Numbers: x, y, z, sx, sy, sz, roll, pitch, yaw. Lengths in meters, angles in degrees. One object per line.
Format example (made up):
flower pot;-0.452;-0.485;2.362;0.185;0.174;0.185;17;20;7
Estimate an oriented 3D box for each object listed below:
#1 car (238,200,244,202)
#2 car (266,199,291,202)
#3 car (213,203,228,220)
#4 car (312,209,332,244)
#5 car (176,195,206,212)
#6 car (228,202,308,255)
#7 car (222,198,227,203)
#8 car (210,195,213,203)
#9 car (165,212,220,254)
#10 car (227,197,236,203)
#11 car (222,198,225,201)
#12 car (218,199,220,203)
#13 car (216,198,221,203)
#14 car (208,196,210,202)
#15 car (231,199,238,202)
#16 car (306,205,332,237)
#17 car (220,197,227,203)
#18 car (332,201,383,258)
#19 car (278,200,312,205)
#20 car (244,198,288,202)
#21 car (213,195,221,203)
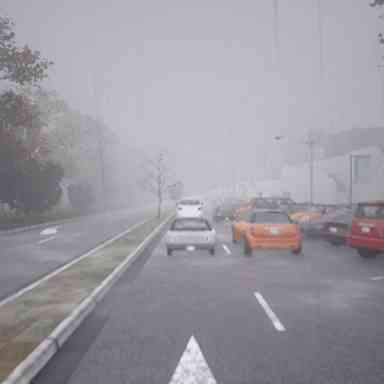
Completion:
car;8.029;1.875;35.613;5.366;1.575;1.946;1;-1;-20
car;7.914;1.590;23.537;4.553;1.767;2.185;1;-1;-20
car;2.834;1.900;29.098;1.895;1.301;4.718;0;-1;0
car;8.033;1.652;14.556;4.792;1.488;2.163;1;-1;-20
car;-0.166;1.516;29.013;2.150;2.045;5.566;0;-1;0
car;2.944;1.481;14.059;2.097;1.767;4.553;0;-1;0
car;7.740;2.121;50.548;5.008;1.535;2.097;1;-1;-20
car;7.551;2.151;74.552;5.566;2.045;2.435;1;0;-20
car;-0.056;1.733;14.072;1.895;1.301;4.718;0;-1;0
car;7.792;1.717;41.533;5.566;2.045;2.435;1;-1;-20
car;7.728;2.211;53.547;4.674;1.452;2.002;1;-1;-20
car;7.685;2.303;59.546;4.674;1.452;2.002;1;0;-20
car;7.686;2.327;62.571;4.792;1.488;2.163;1;-1;-20
car;7.461;2.461;86.567;4.792;1.488;2.163;1;0;-20
car;7.661;1.913;38.476;5.366;1.575;1.946;1;-1;-20
car;7.994;1.653;17.540;4.892;1.521;2.231;1;0;-20
car;7.736;2.092;56.560;4.553;1.767;2.185;1;-1;-20
car;8.058;1.343;11.556;5.566;2.045;2.435;1;-1;-20
car;7.998;1.558;20.552;4.553;1.767;2.185;1;0;-20
car;7.927;1.539;29.565;5.566;2.045;2.435;1;-1;-20
car;7.667;2.080;65.573;5.566;2.045;2.435;1;-1;-20
